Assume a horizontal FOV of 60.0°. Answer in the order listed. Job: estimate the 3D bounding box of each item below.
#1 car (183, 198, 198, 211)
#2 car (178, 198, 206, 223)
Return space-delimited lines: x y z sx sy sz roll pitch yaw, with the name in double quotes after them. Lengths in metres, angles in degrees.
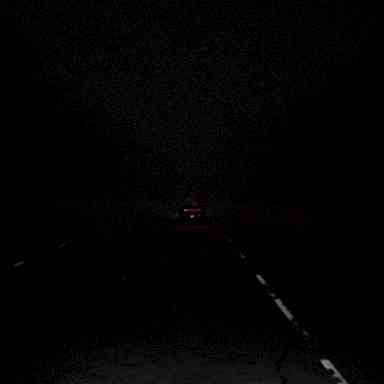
-0.202 1.493 41.820 1.812 1.442 4.674 0 0 -1 "car"
-0.004 1.402 24.354 2.128 1.511 4.902 0 0 0 "car"
